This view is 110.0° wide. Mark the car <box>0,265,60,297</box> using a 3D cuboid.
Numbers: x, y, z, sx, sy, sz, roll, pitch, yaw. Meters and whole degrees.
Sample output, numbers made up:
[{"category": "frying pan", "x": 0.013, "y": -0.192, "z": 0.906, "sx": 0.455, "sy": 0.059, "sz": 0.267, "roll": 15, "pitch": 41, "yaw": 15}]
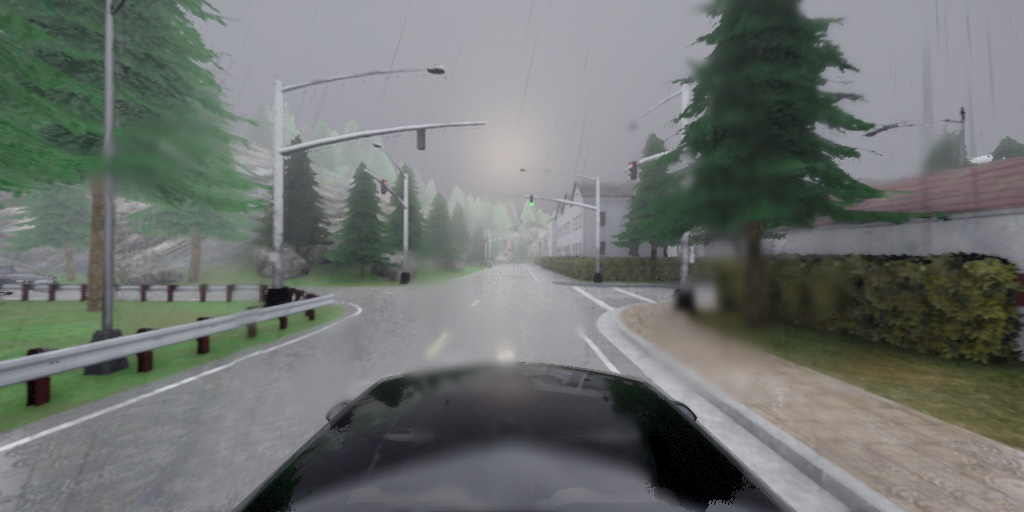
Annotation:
[{"category": "car", "x": -26.420, "y": 1.233, "z": 18.457, "sx": 4.902, "sy": 1.511, "sz": 2.128, "roll": 0, "pitch": 0, "yaw": 1}]
